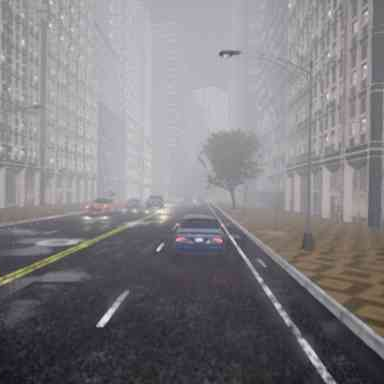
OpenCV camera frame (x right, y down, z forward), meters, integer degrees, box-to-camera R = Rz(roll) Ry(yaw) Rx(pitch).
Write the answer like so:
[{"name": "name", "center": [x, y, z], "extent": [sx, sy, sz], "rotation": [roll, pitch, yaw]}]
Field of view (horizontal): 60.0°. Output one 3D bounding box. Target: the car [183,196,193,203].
[{"name": "car", "center": [-1.122, 1.861, 81.953], "extent": [1.837, 1.490, 4.892], "rotation": [1, 0, 2]}]

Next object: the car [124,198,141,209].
[{"name": "car", "center": [-8.521, 1.651, 48.292], "extent": [1.812, 1.442, 4.674], "rotation": [1, 0, 2]}]

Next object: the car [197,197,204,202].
[{"name": "car", "center": [2.398, 1.972, 92.088], "extent": [1.895, 1.301, 4.718], "rotation": [1, 0, 2]}]

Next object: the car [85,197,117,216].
[{"name": "car", "center": [-8.952, 1.361, 33.130], "extent": [2.097, 1.767, 4.553], "rotation": [1, 0, 2]}]

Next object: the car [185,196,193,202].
[{"name": "car", "center": [-0.850, 1.827, 92.144], "extent": [1.837, 1.490, 4.892], "rotation": [1, 0, 2]}]

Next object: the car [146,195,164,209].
[{"name": "car", "center": [-5.268, 1.416, 48.175], "extent": [2.150, 2.045, 5.566], "rotation": [1, 0, 2]}]

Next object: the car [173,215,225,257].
[{"name": "car", "center": [0.300, 1.614, 13.242], "extent": [2.033, 1.411, 5.357], "rotation": [1, 0, 2]}]

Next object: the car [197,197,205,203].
[{"name": "car", "center": [2.134, 1.976, 82.207], "extent": [1.994, 1.385, 4.181], "rotation": [1, 0, 2]}]
